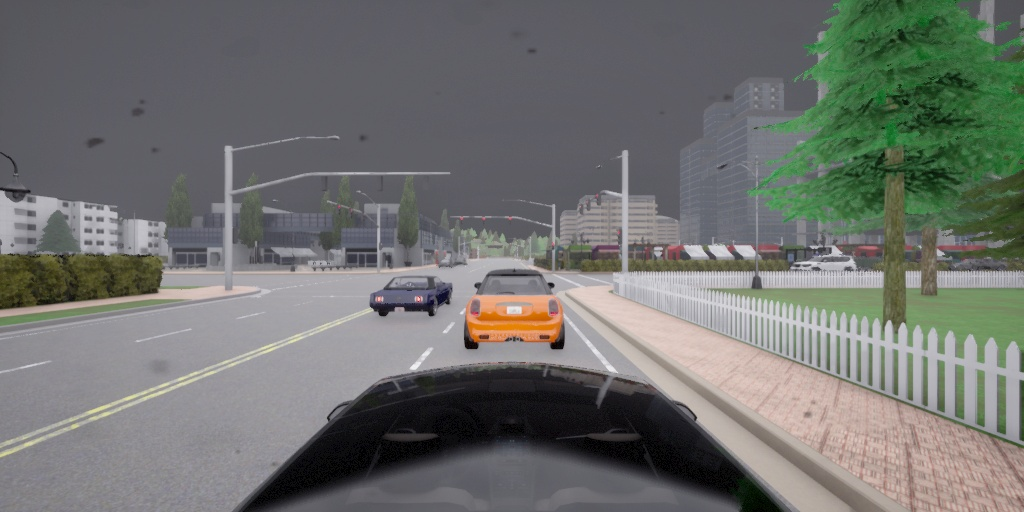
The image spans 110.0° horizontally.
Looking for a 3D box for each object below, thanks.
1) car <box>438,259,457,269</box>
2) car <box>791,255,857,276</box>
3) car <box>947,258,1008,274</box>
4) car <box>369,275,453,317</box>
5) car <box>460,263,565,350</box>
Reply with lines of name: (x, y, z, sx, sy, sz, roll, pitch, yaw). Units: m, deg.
car: (-10.581, 1.268, 57.553, 1.812, 1.442, 4.674, 0, 0, 0)
car: (31.653, 0.966, 36.433, 5.566, 2.045, 2.150, 0, 0, -1)
car: (47.620, 0.924, 36.742, 4.902, 1.511, 2.128, 0, 0, -1)
car: (-3.416, 1.349, 13.168, 1.895, 1.301, 4.718, 0, 0, 0)
car: (0.064, 1.101, 9.271, 2.097, 1.767, 4.553, 0, 0, 0)
